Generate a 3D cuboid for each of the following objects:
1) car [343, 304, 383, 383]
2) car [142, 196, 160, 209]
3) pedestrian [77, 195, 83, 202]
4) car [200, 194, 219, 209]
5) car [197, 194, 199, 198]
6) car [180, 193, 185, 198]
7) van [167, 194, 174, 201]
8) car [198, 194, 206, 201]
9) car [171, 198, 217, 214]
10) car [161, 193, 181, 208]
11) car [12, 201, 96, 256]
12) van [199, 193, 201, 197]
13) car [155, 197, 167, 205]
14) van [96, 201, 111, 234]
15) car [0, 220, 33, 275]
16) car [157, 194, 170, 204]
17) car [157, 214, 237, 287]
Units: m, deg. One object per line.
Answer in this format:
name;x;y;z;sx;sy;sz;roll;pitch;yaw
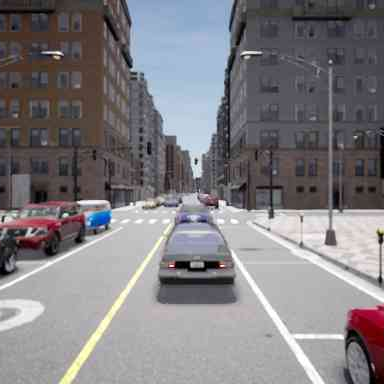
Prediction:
car;2.668;1.552;2.248;1.887;1.381;4.507;0;0;0
car;-5.861;1.602;46.039;1.752;1.417;4.829;0;0;0
pedestrian;-12.555;1.208;37.160;0.375;1.860;0.375;0;0;1
car;2.665;1.392;46.183;2.192;1.841;5.009;0;0;0
car;2.662;1.610;74.636;1.752;1.417;4.829;0;0;0
car;-3.026;1.305;66.416;2.150;2.045;5.566;0;0;0
van;-5.865;1.425;91.449;1.690;1.788;3.998;0;0;0
car;2.661;1.399;91.436;2.192;1.841;5.009;0;0;0
car;0.092;1.408;18.956;2.097;1.767;4.553;0;0;0
car;-3.094;1.431;49.861;2.097;1.767;4.553;0;0;0
car;-5.859;1.356;13.553;2.192;1.841;5.009;0;0;0
van;2.663;1.424;63.153;1.690;1.788;3.998;0;0;0
car;-5.863;1.608;63.004;1.752;1.417;4.829;0;0;0
van;-5.860;1.397;19.194;1.690;1.788;3.998;0;0;0
car;-5.859;1.590;7.912;1.947;1.339;4.313;0;0;0
car;-5.863;1.399;68.830;2.192;1.841;5.009;0;0;0
car;0.101;1.576;9.454;2.033;1.411;5.357;0;0;0
